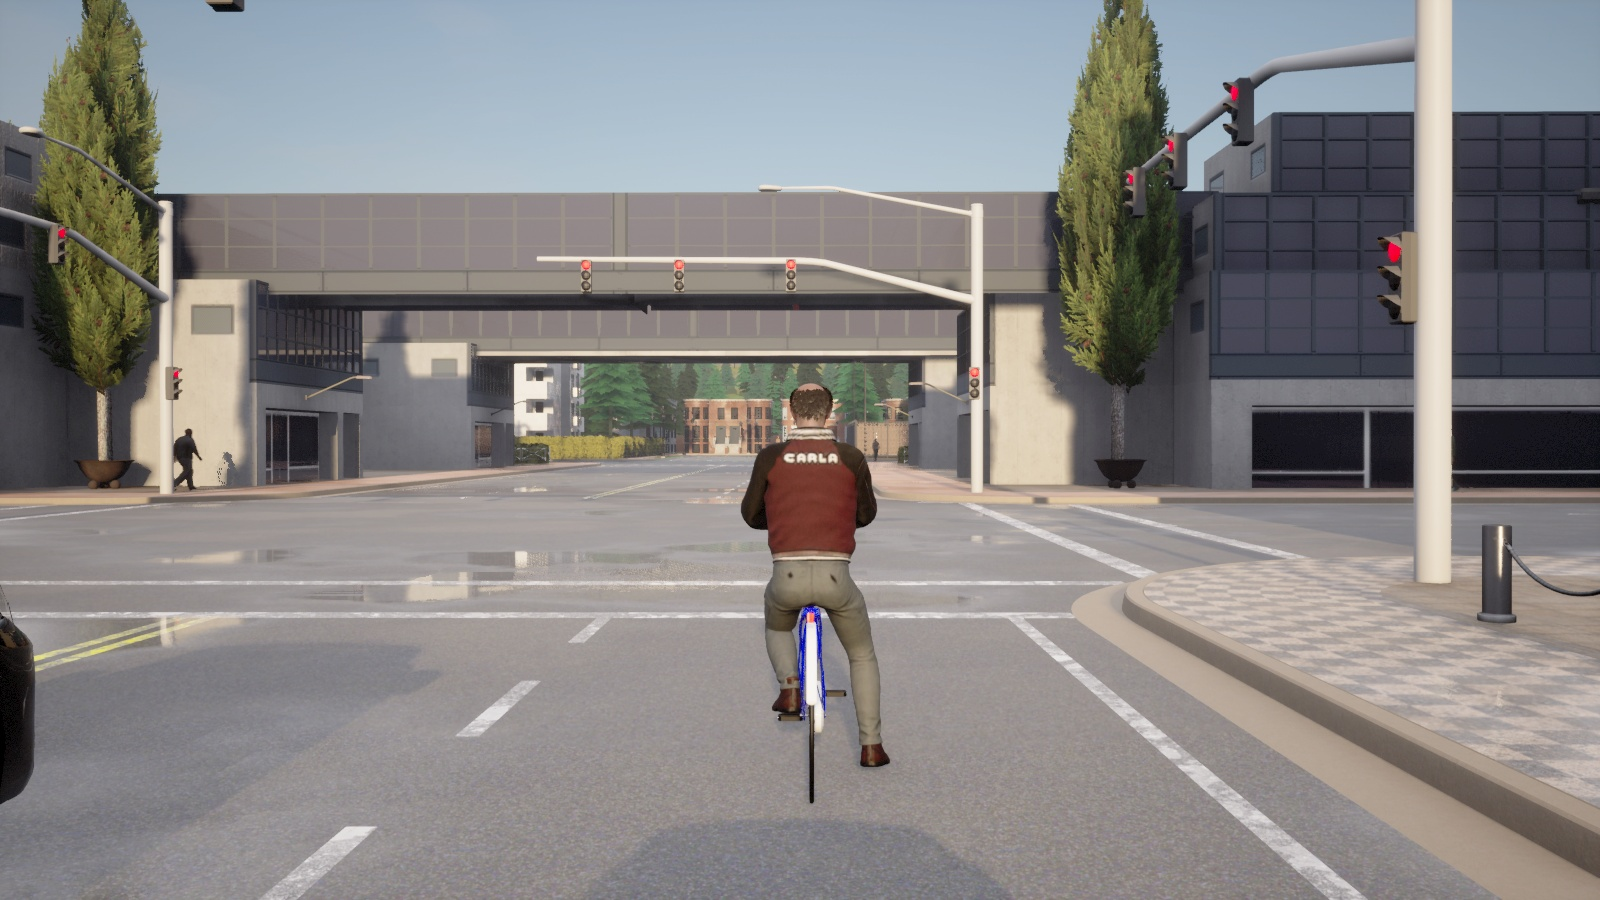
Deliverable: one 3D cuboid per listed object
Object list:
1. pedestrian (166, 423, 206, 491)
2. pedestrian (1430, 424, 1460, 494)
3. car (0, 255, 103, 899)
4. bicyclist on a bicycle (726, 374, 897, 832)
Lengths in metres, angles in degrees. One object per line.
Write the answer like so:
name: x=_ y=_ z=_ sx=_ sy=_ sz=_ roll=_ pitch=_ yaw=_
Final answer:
pedestrian: x=-17.156 y=0.193 z=35.098 sx=0.563 sy=1.883 sz=0.849 roll=0 pitch=0 yaw=25
pedestrian: x=17.030 y=0.232 z=33.149 sx=0.614 sy=1.847 sz=0.353 roll=0 pitch=0 yaw=-2
car: x=-3.475 y=0.454 z=1.511 sx=2.150 sy=2.045 sz=5.566 roll=0 pitch=0 yaw=0
bicyclist on a bicycle: x=0.050 y=0.584 z=5.789 sx=0.659 sy=1.776 sz=1.843 roll=0 pitch=1 yaw=0
